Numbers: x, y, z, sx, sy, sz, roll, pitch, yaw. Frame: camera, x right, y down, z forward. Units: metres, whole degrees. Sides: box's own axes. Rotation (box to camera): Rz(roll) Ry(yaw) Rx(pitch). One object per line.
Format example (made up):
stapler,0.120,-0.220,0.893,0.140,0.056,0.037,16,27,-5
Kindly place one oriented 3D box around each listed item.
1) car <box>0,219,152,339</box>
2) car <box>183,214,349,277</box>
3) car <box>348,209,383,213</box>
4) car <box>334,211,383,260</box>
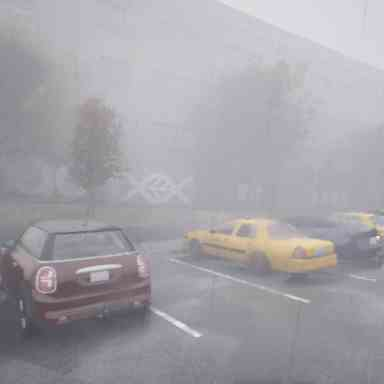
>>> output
car,-2.689,1.356,7.008,2.185,1.767,4.553,0,0,-35
car,1.735,1.482,10.430,1.946,1.575,5.366,0,0,-35
car,6.285,1.486,13.674,1.946,1.575,5.366,0,0,-35
car,4.100,1.517,11.924,2.163,1.488,4.792,0,0,-35
